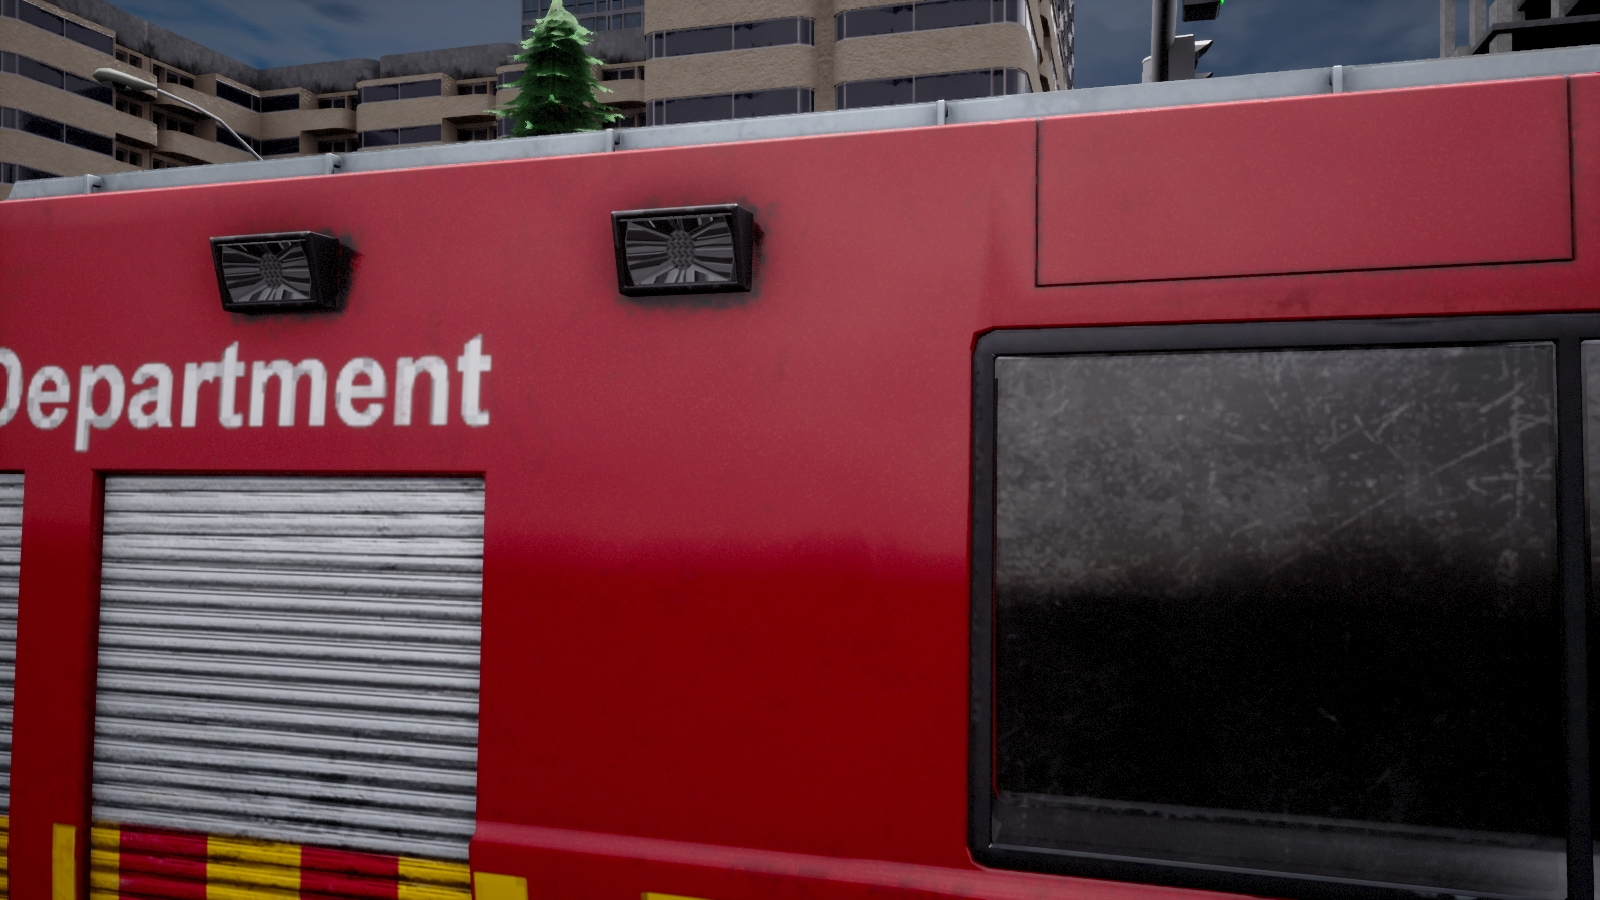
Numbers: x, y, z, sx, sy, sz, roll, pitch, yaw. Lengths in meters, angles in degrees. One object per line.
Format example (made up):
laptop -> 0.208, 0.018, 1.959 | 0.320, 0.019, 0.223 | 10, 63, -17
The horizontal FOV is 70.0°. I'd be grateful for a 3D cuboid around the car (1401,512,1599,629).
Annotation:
car -> 12.484, 2.037, 20.491 | 2.038, 1.542, 4.974 | 0, 0, 16
